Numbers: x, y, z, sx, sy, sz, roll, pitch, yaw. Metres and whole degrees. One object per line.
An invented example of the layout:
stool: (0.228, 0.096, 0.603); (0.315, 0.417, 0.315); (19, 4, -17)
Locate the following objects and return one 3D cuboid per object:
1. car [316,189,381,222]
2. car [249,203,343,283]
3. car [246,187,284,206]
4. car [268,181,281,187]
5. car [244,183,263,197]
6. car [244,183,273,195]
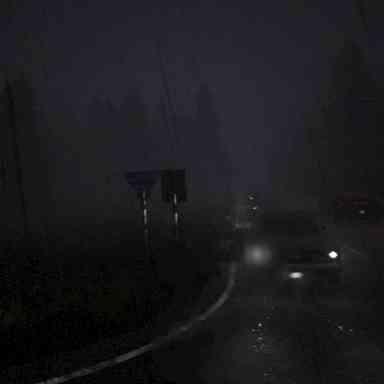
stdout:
car: (7.596, 0.583, 16.627); (1.882, 1.535, 5.008); (-2, 2, 8)
car: (2.482, 1.231, 8.710); (1.895, 1.301, 4.718); (-2, 2, 12)
car: (4.245, 0.685, 19.210); (1.812, 1.442, 4.674); (-2, 2, 8)
car: (12.963, -1.018, 53.103); (1.882, 1.535, 5.008); (-2, 2, 8)
car: (7.548, -0.323, 41.366); (2.128, 1.511, 4.902); (-2, 2, 9)
car: (5.733, 0.244, 29.237); (1.812, 1.442, 4.674); (-2, 2, 8)
